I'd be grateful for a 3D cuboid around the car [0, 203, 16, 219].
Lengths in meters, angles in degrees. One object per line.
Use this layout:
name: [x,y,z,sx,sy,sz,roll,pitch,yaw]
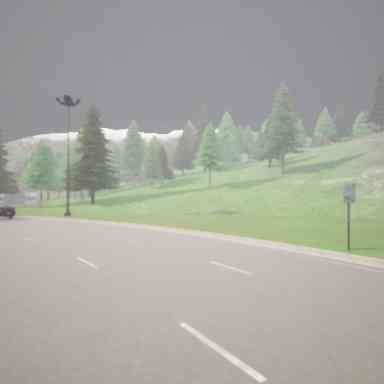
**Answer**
car: [-18.576,1.739,30.926,5.008,1.535,1.882,0,-1,28]
